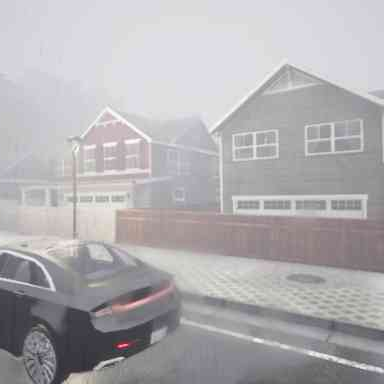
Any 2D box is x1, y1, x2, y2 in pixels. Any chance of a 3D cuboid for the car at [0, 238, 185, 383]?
[{"bbox_3d":[-2.434,1.506,5.303,4.902,1.511,2.128,0,0,33],"label":"car"}]
